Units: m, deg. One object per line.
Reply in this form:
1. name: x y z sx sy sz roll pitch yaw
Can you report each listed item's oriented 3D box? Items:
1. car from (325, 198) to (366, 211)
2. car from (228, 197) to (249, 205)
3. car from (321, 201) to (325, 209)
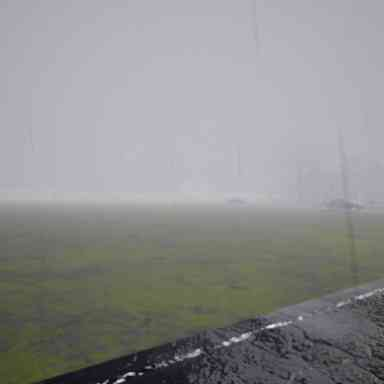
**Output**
1. car: 21.943 1.862 46.979 1.837 1.490 4.892 1 0 -35
2. car: 9.090 1.800 65.173 2.128 1.511 4.902 1 0 -35
3. car: 22.311 1.722 51.546 2.097 1.767 4.553 1 0 -35
